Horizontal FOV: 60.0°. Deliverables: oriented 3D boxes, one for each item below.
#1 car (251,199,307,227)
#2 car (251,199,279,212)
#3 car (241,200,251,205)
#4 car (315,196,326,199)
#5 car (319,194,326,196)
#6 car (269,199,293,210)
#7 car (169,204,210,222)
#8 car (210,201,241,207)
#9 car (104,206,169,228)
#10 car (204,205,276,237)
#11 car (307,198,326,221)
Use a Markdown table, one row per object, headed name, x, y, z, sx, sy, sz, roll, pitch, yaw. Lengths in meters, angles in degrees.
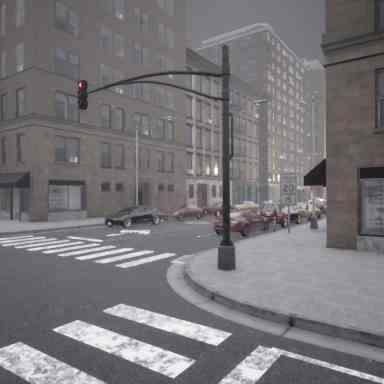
| name | x | y | z | sx | sy | sz | roll | pitch | yaw |
| --- | --- | --- | --- | --- | --- | --- | --- | --- | --- |
| car | 5.881 | 1.411 | 22.265 | 1.967 | 1.590 | 4.097 | 0 | 0 | 35 |
| car | 8.914 | 1.600 | 40.409 | 1.802 | 1.307 | 4.206 | 0 | 0 | 35 |
| car | 5.623 | 1.544 | 35.769 | 1.752 | 1.417 | 4.829 | 0 | 0 | 35 |
| car | 12.268 | 1.408 | 31.268 | 1.967 | 1.590 | 4.097 | 0 | 0 | 35 |
| car | 21.592 | 1.551 | 58.272 | 1.752 | 1.417 | 4.829 | 0 | 0 | 35 |
| car | 12.107 | 1.601 | 44.909 | 1.802 | 1.307 | 4.206 | 0 | 0 | 35 |
| car | -0.665 | 1.604 | 26.907 | 1.802 | 1.307 | 4.206 | 0 | 0 | 35 |
| car | 2.528 | 1.565 | 31.407 | 1.887 | 1.381 | 4.507 | 0 | 0 | 35 |
| car | -3.858 | 1.590 | 22.406 | 1.947 | 1.339 | 4.313 | 0 | 0 | 35 |
| car | 2.688 | 1.555 | 17.764 | 1.802 | 1.307 | 4.206 | 0 | 0 | 35 |
| car | 9.173 | 1.495 | 26.905 | 1.752 | 1.417 | 4.829 | 0 | 0 | 35 |
